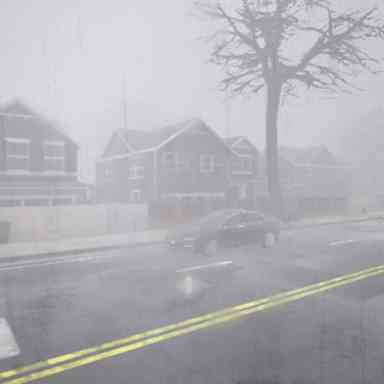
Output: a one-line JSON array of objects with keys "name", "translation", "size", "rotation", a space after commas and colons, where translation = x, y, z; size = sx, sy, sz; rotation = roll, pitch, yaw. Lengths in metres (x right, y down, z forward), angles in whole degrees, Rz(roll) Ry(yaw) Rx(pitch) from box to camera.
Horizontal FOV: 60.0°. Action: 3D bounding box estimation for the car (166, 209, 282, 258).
[{"name": "car", "translation": [1.322, 1.431, 12.608], "size": [4.892, 1.490, 1.837], "rotation": [-1, 0, -35]}]
